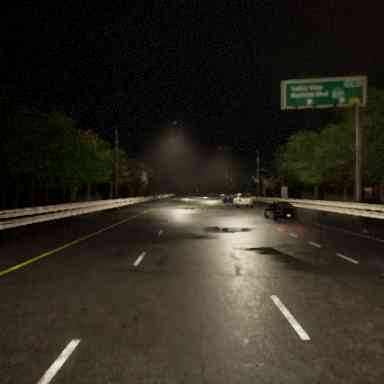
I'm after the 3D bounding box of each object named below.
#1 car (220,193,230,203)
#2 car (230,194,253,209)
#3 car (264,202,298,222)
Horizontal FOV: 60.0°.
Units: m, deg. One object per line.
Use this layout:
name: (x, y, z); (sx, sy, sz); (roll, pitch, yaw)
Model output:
car: (7.049, 1.337, 67.533); (2.097, 1.767, 4.553); (0, 0, 0)
car: (7.031, 1.230, 46.372); (2.150, 2.045, 5.566); (0, 0, 0)
car: (7.013, 1.528, 26.353); (1.812, 1.442, 4.674); (0, 0, 0)
